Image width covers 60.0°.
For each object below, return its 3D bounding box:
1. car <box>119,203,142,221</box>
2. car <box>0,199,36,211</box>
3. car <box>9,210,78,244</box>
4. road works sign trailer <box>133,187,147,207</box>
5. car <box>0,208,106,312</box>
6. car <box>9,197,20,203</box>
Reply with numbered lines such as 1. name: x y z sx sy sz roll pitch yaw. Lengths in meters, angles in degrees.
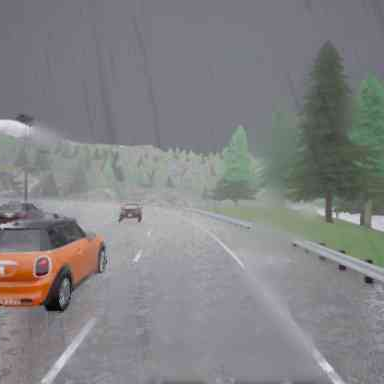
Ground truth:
1. car: -5.447 1.746 29.585 1.812 1.442 4.674 0 0 -9
2. car: -11.648 1.522 22.839 2.097 1.767 4.553 0 0 -7
3. car: -7.529 1.731 17.434 1.895 1.301 4.718 0 0 -5
4. road works sign trailer: -9.331 0.900 58.579 2.380 3.560 2.880 0 0 -21
5. car: -3.516 1.412 7.975 2.097 1.767 4.553 0 0 -2
6. car: -37.813 1.695 71.004 1.994 1.385 4.181 0 0 -28
